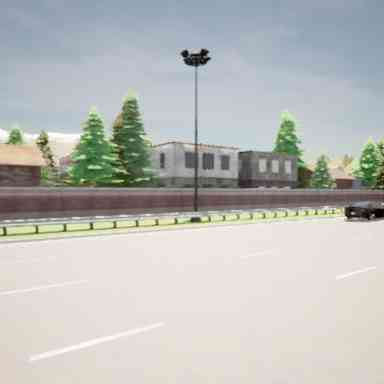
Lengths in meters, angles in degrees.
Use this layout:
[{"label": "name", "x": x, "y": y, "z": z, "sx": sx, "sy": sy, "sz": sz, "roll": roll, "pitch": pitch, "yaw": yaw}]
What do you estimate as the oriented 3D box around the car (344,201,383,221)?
[{"label": "car", "x": 14.306, "y": 1.474, "z": 26.855, "sx": 5.008, "sy": 1.535, "sz": 1.882, "roll": 0, "pitch": 0, "yaw": -36}]
